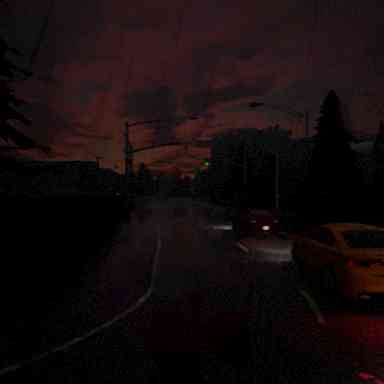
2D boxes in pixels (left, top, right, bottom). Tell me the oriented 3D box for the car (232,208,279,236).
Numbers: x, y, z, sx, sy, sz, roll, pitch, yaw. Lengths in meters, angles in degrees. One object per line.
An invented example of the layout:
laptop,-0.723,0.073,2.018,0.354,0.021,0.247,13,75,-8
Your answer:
car,3.547,1.614,18.972,1.812,1.442,4.674,0,0,-4

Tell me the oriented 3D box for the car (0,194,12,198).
car,-32.138,1.467,55.293,1.845,1.501,3.633,0,0,-4

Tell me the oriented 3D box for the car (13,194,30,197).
car,-37.035,1.308,73.546,1.932,1.855,4.605,0,0,-4

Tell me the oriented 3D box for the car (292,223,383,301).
car,3.995,1.524,8.532,1.882,1.535,5.008,0,0,4
